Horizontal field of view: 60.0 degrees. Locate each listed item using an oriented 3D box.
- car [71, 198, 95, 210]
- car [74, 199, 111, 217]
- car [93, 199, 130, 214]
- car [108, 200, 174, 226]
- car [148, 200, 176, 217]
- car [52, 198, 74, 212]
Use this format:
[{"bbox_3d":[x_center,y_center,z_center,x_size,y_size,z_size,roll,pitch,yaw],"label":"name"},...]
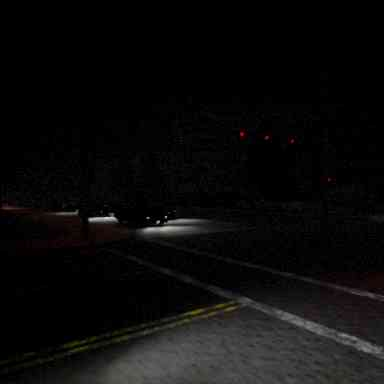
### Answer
[{"bbox_3d":[-14.776,1.566,44.877,1.994,1.385,4.181,0,0,-36],"label":"car"},{"bbox_3d":[-9.138,1.566,31.019,1.994,1.385,4.181,0,0,-36],"label":"car"},{"bbox_3d":[-8.990,1.549,36.806,2.033,1.411,5.357,0,0,-36],"label":"car"},{"bbox_3d":[-3.736,1.549,23.525,2.033,1.411,5.357,0,0,-36],"label":"car"},{"bbox_3d":[-3.256,1.506,28.837,1.837,1.490,4.892,0,0,-36],"label":"car"},{"bbox_3d":[-15.181,1.480,39.433,1.882,1.535,5.008,0,0,-36],"label":"car"}]
